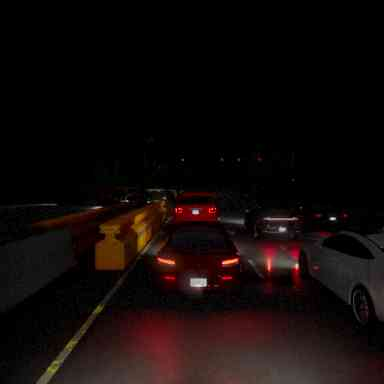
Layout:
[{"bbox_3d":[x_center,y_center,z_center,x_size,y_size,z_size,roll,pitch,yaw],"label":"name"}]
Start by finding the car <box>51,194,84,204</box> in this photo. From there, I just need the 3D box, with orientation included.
[{"bbox_3d":[-16.960,0.907,45.454,1.994,1.385,4.181,1,1,39],"label":"car"}]

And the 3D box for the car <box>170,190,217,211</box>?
[{"bbox_3d":[0.194,0.981,17.887,2.150,2.045,5.566,0,1,0],"label":"car"}]

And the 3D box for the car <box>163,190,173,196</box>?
[{"bbox_3d":[-6.350,0.214,88.534,2.128,1.511,4.902,0,1,0],"label":"car"}]

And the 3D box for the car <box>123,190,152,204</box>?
[{"bbox_3d":[-6.814,0.888,41.911,2.128,1.511,4.902,0,1,0],"label":"car"}]

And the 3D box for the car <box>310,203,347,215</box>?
[{"bbox_3d":[7.208,1.306,18.990,1.994,1.385,4.181,0,1,0],"label":"car"}]

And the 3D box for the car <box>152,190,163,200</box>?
[{"bbox_3d":[-6.667,0.654,58.219,1.837,1.490,4.892,0,1,1],"label":"car"}]

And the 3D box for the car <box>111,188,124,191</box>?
[{"bbox_3d":[-13.639,0.348,59.748,2.150,2.045,5.566,0,1,1],"label":"car"}]

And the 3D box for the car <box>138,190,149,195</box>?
[{"bbox_3d":[-13.328,0.178,91.309,2.033,1.411,5.357,0,1,0],"label":"car"}]

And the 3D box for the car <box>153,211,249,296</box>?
[{"bbox_3d":[0.136,1.430,8.290,1.812,1.442,4.674,0,1,0],"label":"car"}]

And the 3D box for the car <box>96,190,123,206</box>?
[{"bbox_3d":[-10.320,0.886,41.108,1.882,1.535,5.008,0,1,0],"label":"car"}]

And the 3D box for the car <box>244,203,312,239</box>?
[{"bbox_3d":[3.685,1.281,15.904,2.128,1.511,4.902,0,1,0],"label":"car"}]

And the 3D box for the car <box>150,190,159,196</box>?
[{"bbox_3d":[-9.857,0.258,87.665,1.994,1.385,4.181,0,1,0],"label":"car"}]

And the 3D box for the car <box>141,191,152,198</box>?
[{"bbox_3d":[-9.970,0.477,73.178,1.994,1.385,4.181,0,1,0],"label":"car"}]

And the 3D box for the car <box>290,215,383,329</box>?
[{"bbox_3d":[3.625,1.455,6.656,1.812,1.442,4.674,0,1,0],"label":"car"}]

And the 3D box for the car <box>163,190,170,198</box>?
[{"bbox_3d":[-6.469,0.447,73.254,1.812,1.442,4.674,0,1,0],"label":"car"}]
